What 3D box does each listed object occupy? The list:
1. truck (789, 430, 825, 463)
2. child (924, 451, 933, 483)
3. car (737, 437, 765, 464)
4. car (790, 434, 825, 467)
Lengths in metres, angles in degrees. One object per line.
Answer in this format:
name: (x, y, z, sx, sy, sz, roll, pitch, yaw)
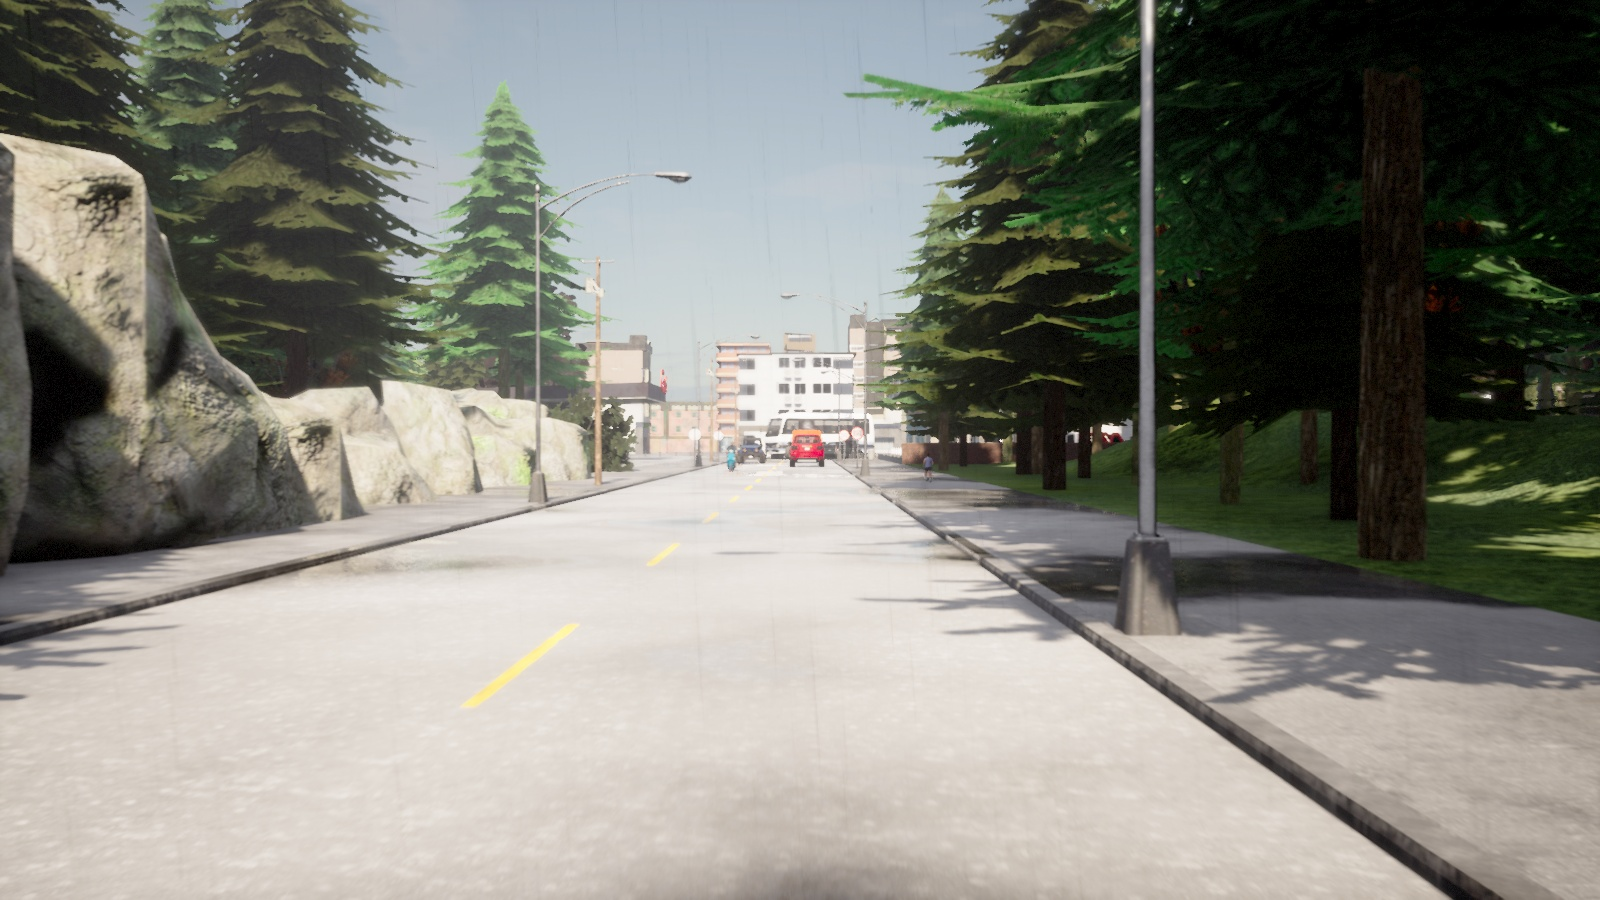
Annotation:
truck: (0.513, -0.273, 94.540, 2.627, 2.467, 5.204, 0, 0, 0)
child: (4.523, 0.591, 44.208, 0.255, 1.110, 0.394, 0, 0, -5)
car: (-3.505, 0.030, 90.615, 1.905, 1.878, 3.866, 0, 0, 0)
car: (0.451, 0.013, 80.323, 2.150, 2.045, 5.566, 0, 0, 0)
